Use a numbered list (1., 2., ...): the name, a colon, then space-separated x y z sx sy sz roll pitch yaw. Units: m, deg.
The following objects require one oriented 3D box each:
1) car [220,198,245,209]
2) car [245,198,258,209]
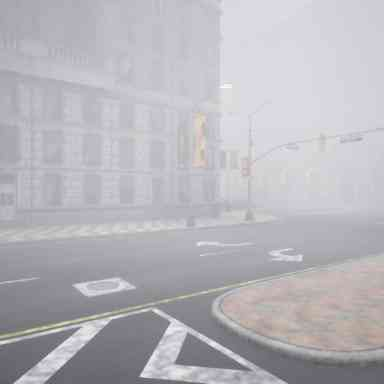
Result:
1. car: 4.068 1.548 44.379 2.033 1.411 5.357 0 0 -36
2. car: 7.090 1.564 46.186 1.994 1.385 4.181 0 0 -36
